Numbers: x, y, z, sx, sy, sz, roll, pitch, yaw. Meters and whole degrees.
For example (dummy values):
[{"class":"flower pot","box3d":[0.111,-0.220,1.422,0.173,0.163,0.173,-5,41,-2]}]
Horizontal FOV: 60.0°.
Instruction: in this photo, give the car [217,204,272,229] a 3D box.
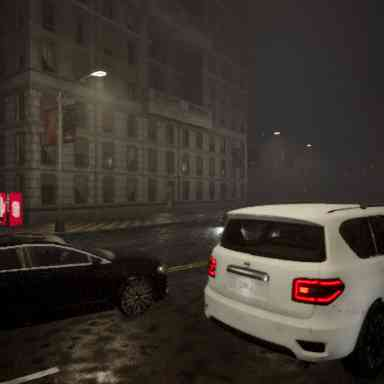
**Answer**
[{"class":"car","box3d":[3.649,1.551,22.462,1.994,1.385,4.181,0,0,37]}]

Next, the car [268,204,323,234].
[{"class":"car","box3d":[6.458,1.535,20.374,1.812,1.442,4.674,0,0,37]}]

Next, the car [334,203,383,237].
[{"class":"car","box3d":[9.791,1.469,18.992,1.882,1.535,5.008,0,0,38]}]

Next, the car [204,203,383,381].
[{"class":"car","box3d":[2.703,1.219,5.760,5.566,2.045,2.150,0,0,-40]}]

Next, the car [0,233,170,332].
[{"class":"car","box3d":[-2.705,1.486,5.771,4.902,1.511,2.128,0,0,-36]}]
